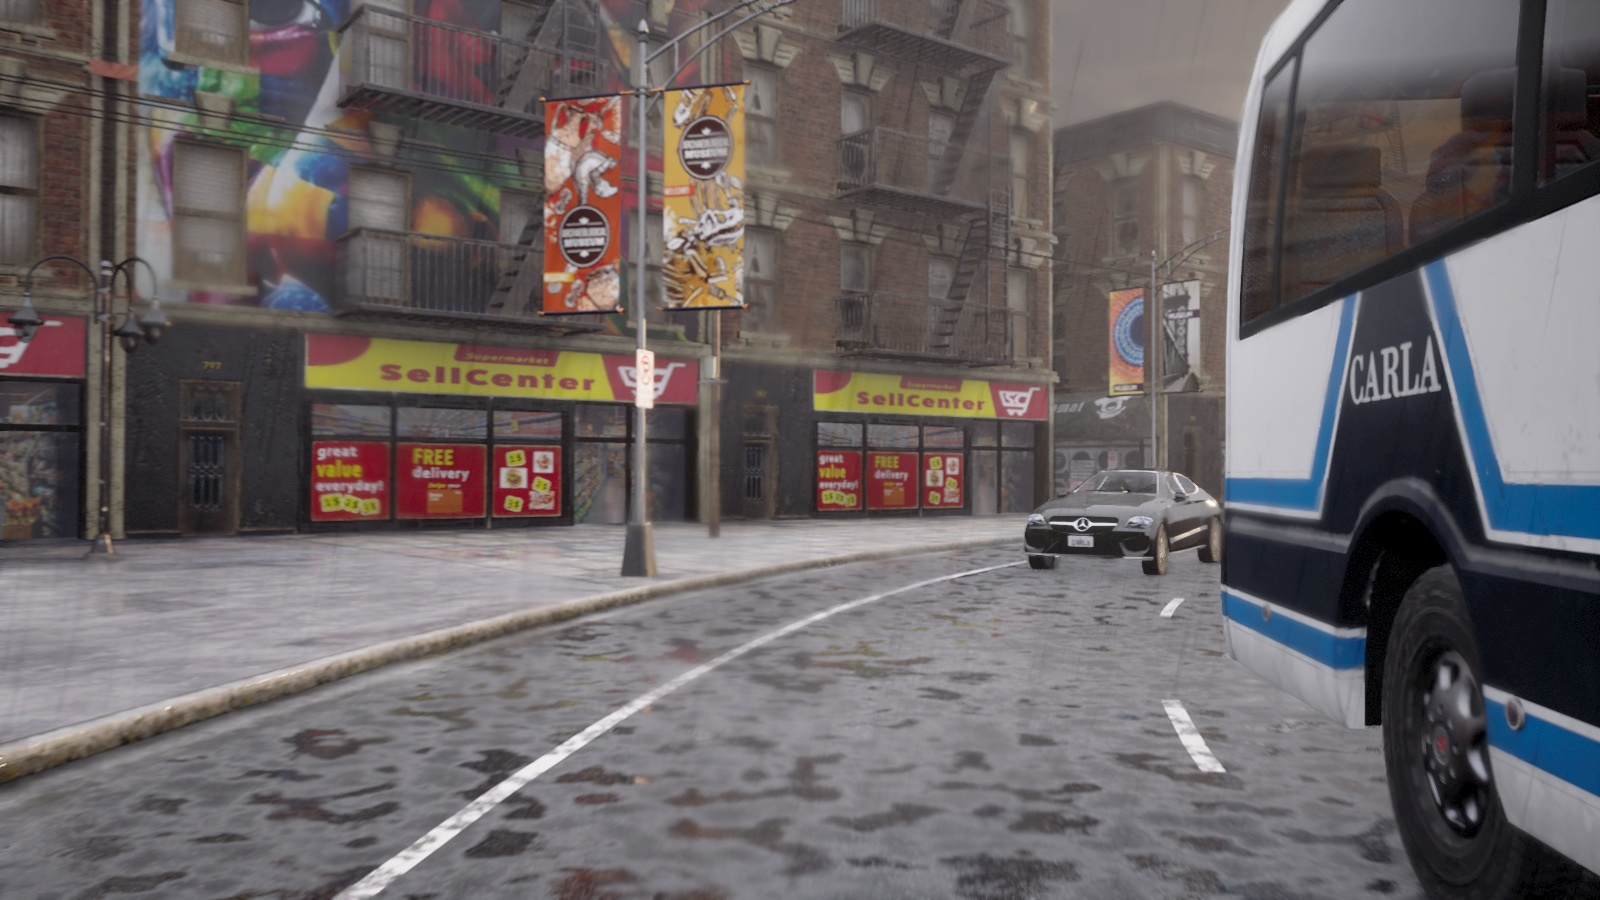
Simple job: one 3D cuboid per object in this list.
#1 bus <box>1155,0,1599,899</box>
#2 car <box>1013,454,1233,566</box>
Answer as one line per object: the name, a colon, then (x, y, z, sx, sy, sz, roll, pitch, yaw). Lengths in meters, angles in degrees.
bus: (3.444, -0.546, 1.620, 3.944, 4.253, 10.273, -1, -1, 6)
car: (5.579, 0.929, 21.161, 2.152, 1.651, 5.027, -1, -1, 32)
